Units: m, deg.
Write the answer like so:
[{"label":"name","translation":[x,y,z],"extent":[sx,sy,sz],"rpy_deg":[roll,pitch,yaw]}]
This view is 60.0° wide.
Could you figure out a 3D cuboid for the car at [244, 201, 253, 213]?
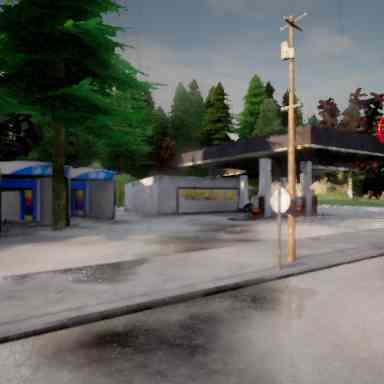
[{"label":"car","translation":[6.904,1.407,33.841],"extent":[3.633,1.501,1.845],"rpy_deg":[0,0,-35]}]
